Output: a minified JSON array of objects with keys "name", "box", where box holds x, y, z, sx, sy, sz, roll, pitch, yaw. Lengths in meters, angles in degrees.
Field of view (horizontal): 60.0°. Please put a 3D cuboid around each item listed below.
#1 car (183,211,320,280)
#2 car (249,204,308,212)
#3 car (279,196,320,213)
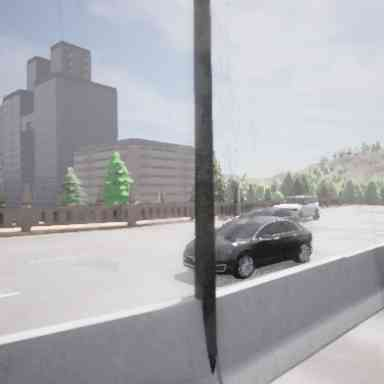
[{"name":"car","box":[1.920,1.539,10.283,4.892,1.490,1.837,0,0,-41]},{"name":"car","box":[3.682,1.563,16.620,1.837,1.490,4.892,0,0,45]},{"name":"car","box":[8.528,1.318,26.961,2.150,2.045,5.566,0,0,41]}]
